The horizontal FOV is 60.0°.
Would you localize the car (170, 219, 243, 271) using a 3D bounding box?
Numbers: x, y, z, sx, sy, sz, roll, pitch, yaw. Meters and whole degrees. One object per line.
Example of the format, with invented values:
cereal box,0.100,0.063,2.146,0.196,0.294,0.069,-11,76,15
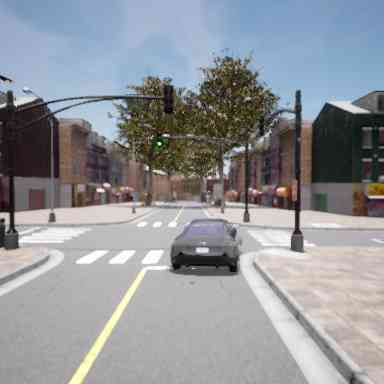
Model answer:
car,0.613,1.568,11.046,1.994,1.385,4.181,0,0,9
